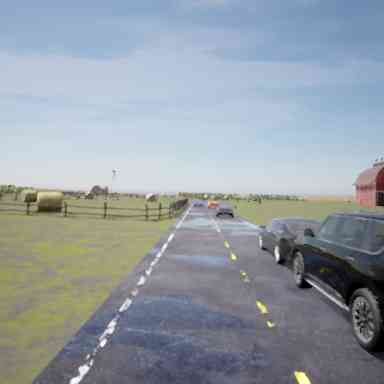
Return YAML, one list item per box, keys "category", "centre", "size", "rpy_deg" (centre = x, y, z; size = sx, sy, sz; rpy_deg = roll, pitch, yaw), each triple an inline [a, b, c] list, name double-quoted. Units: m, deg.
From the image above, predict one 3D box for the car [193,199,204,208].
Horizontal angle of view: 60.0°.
- category: "car"
  centre: [1.166, 2.095, 61.367]
  size: [1.812, 1.442, 4.674]
  rpy_deg: [1, 0, 1]

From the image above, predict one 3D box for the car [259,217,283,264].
- category: "car"
  centre: [3.749, 1.693, 12.454]
  size: [1.837, 1.490, 4.892]
  rpy_deg: [1, -1, 1]

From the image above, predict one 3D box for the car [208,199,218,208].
- category: "car"
  centre: [3.869, 1.954, 58.905]
  size: [2.097, 1.767, 4.553]
  rpy_deg: [1, 0, 1]

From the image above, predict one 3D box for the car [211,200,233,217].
- category: "car"
  centre: [3.461, 1.944, 36.346]
  size: [2.033, 1.411, 5.357]
  rpy_deg: [1, 0, 2]

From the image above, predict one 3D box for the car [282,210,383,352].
- category: "car"
  centre: [3.633, 1.355, 6.487]
  size: [2.150, 2.045, 5.566]
  rpy_deg: [1, -1, 1]
